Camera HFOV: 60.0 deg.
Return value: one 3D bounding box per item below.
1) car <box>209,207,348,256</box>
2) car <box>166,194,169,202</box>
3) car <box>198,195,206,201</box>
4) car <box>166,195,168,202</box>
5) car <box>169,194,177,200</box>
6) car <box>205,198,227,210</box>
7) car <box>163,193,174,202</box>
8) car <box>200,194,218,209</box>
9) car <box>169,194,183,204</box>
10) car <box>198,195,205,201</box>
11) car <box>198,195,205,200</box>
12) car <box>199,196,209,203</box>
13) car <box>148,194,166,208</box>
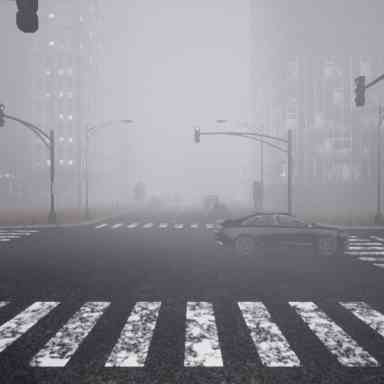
[{"bbox_3d":[3.232,1.490,12.496,4.902,1.511,2.128,0,0,0],"label":"car"},{"bbox_3d":[-5.341,1.403,70.748,1.967,1.590,4.097,-1,0,0],"label":"car"},{"bbox_3d":[2.540,1.536,81.824,1.802,1.307,4.206,-1,0,0],"label":"car"},{"bbox_3d":[-5.335,1.557,54.175,1.802,1.307,4.206,-1,0,0],"label":"car"},{"bbox_3d":[-5.345,1.384,92.846,1.967,1.590,4.097,-1,0,0],"label":"car"},{"bbox_3d":[2.516,1.569,32.102,1.802,1.307,4.206,-1,0,0],"label":"car"},{"bbox_3d":[-5.343,1.273,76.273,2.192,1.841,5.009,-1,0,0],"label":"car"},{"bbox_3d":[2.531,1.297,43.152,2.192,1.841,5.009,-1,0,0],"label":"car"},{"bbox_3d":[-2.762,1.320,64.366,2.097,1.767,4.553,0,0,0],"label":"car"},{"bbox_3d":[2.538,1.474,87.518,1.752,1.417,4.829,-1,0,0],"label":"car"},{"bbox_3d":[2.537,1.489,92.873,1.887,1.381,4.507,-1,0,0],"label":"car"},{"bbox_3d":[2.541,1.508,70.774,1.887,1.381,4.507,-1,0,0],"label":"car"},{"bbox_3d":[-5.336,1.419,48.650,1.967,1.590,4.097,-1,0,0],"label":"car"}]
